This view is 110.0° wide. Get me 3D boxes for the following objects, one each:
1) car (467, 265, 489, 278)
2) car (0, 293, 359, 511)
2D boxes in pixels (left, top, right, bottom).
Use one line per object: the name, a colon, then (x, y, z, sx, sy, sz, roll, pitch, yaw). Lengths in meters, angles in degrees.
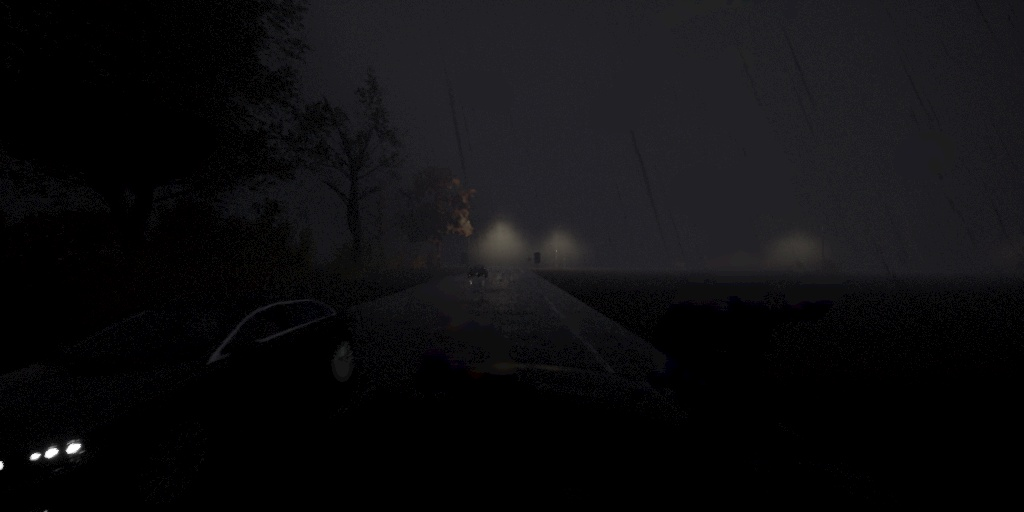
car: (-3.569, 1.641, 38.418, 1.994, 1.385, 4.181, 0, 0, 0)
car: (-3.600, 1.266, 4.367, 2.128, 1.511, 4.902, 0, -1, 0)
